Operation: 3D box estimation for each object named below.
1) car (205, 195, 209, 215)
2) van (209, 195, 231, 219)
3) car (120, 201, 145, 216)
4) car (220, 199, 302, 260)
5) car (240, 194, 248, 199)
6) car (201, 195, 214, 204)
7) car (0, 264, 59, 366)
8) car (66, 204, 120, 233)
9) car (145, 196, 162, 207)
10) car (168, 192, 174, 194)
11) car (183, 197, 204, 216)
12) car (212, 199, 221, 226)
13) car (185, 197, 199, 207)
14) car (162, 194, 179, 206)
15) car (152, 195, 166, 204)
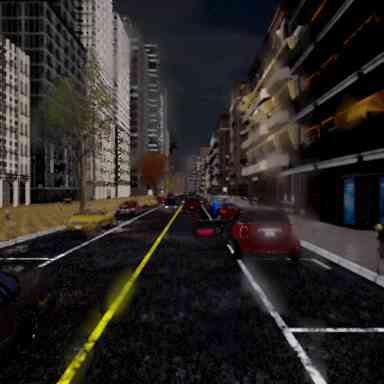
[{"bbox_3d":[2.699,1.272,35.818,1.967,1.590,4.097,0,0,0],"label":"car"},{"bbox_3d":[2.697,1.197,30.285,1.690,1.788,3.998,0,0,0],"label":"van"},{"bbox_3d":[-5.683,1.438,30.289,1.802,1.307,4.206,0,0,0],"label":"car"},{"bbox_3d":[2.392,1.290,12.326,2.097,1.767,4.553,0,0,0],"label":"car"},{"bbox_3d":[13.447,1.008,77.351,4.403,1.369,2.008,-1,1,-1],"label":"car"},{"bbox_3d":[2.705,1.290,57.949,2.008,1.369,4.403,0,0,0],"label":"car"},{"bbox_3d":[-3.099,1.531,3.144,2.033,1.411,5.357,0,0,0],"label":"car"},{"bbox_3d":[-5.686,1.432,19.053,1.752,1.417,4.829,0,0,0],"label":"car"},{"bbox_3d":[-5.678,1.310,46.716,1.752,1.417,4.829,0,0,0],"label":"car"},{"bbox_3d":[-5.667,0.942,90.339,2.192,1.841,5.009,0,0,0],"label":"car"},{"bbox_3d":[0.044,1.317,34.230,1.882,1.535,5.008,0,0,1],"label":"car"},{"bbox_3d":[2.696,1.463,24.754,1.802,1.307,4.206,0,0,0],"label":"car"},{"bbox_3d":[0.043,1.385,46.908,1.895,1.301,4.718,0,0,1],"label":"car"},{"bbox_3d":[-2.988,1.340,49.883,1.994,1.385,4.181,0,0,0],"label":"car"},{"bbox_3d":[-5.675,1.284,57.952,1.887,1.381,4.507,0,0,0],"label":"car"}]
